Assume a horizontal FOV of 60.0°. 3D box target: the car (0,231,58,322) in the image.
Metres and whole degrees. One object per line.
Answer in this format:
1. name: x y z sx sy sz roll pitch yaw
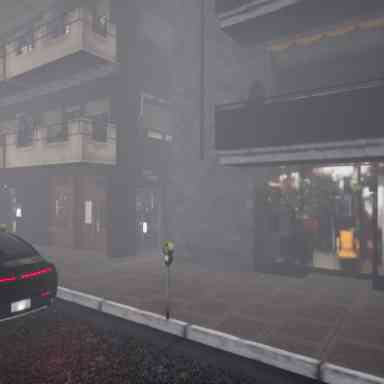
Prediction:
1. car: -4.610 1.503 6.543 4.892 1.490 1.837 0 0 35
